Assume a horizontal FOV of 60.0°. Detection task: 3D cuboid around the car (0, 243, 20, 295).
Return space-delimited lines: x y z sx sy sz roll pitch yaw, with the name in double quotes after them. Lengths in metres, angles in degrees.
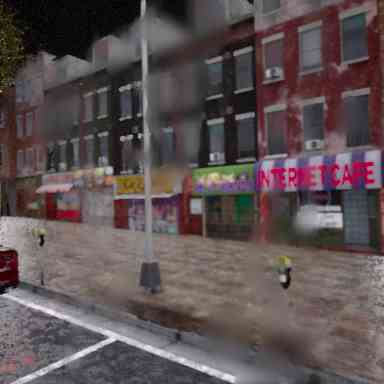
-5.839 1.471 7.436 5.008 1.535 1.882 0 0 35 "car"
